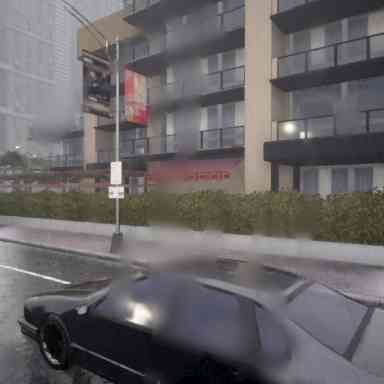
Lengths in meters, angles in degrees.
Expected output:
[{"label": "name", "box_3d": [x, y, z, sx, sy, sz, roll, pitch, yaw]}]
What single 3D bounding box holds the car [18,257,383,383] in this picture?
[{"label": "car", "box_3d": [0.119, 1.548, 3.944, 5.357, 1.411, 2.033, 0, 0, 36]}]
